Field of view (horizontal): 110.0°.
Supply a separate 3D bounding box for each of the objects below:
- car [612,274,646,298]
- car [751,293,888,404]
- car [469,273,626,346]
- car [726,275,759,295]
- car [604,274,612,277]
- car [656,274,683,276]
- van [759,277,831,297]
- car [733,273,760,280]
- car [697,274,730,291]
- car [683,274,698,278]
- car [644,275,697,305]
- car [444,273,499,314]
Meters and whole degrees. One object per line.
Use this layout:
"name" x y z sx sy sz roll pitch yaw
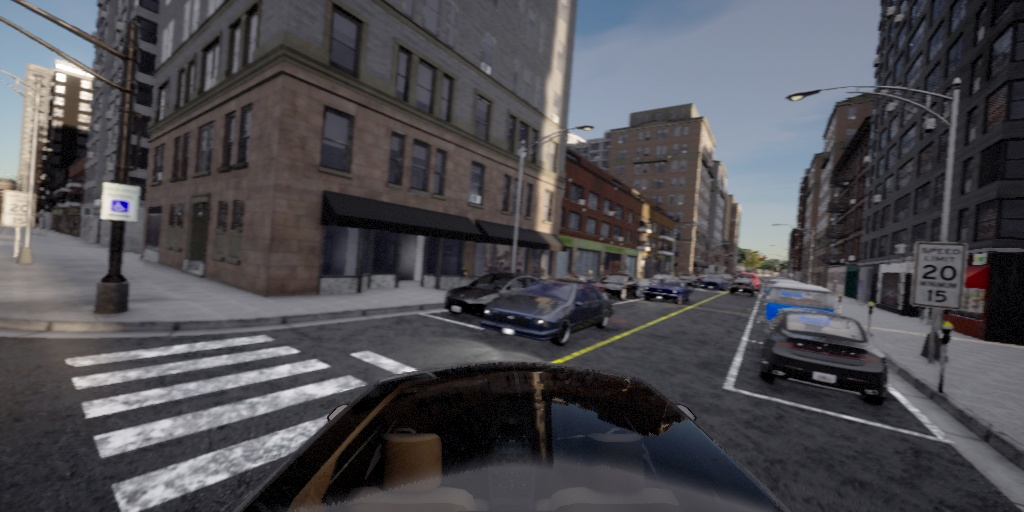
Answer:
"car" 6.226 1.735 21.339 1.948 1.339 4.313 0 0 36
"car" 6.144 1.770 7.427 2.007 1.370 4.403 0 0 36
"car" 1.355 1.369 10.104 2.033 1.411 5.357 5 0 32
"car" 21.297 2.832 33.055 1.837 1.490 4.892 5 0 36
"car" 2.932 1.505 16.716 1.802 1.307 4.207 0 0 36
"car" 12.815 2.210 30.586 2.007 1.370 4.403 0 0 36
"van" 9.439 1.806 12.050 1.690 1.789 3.998 0 0 36
"car" 27.635 3.020 41.990 2.150 2.045 5.566 5 1 36
"car" 21.632 2.681 38.322 2.097 1.767 4.553 5 0 36
"car" 19.404 2.714 39.832 1.948 1.339 4.313 0 0 36
"car" 9.284 2.014 21.191 1.895 1.301 4.718 5 0 36
"car" -0.363 1.243 12.093 1.948 1.339 4.313 0 0 36
